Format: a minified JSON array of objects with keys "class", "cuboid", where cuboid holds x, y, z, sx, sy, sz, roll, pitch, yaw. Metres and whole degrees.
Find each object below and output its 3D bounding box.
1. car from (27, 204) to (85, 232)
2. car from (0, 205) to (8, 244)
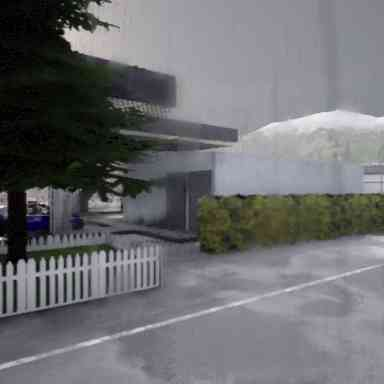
[{"class":"car","cuboid":[-8.377,1.470,18.452,4.611,1.667,2.242,0,0,-36]},{"class":"car","cuboid":[-8.544,1.314,11.321,3.866,1.878,1.905,0,0,-36]}]
